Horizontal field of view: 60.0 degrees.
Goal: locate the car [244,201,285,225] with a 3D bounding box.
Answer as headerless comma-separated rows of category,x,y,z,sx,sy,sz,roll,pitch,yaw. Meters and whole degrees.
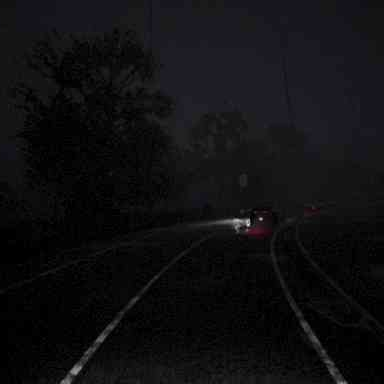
car,5.562,1.518,24.372,1.837,1.490,4.892,-3,-1,24

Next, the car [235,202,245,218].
car,5.810,1.641,32.321,2.128,1.511,4.902,-3,-2,32

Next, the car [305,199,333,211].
car,15.203,1.494,39.534,1.895,1.301,4.718,-5,-2,40
